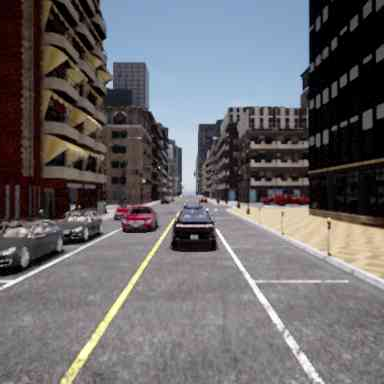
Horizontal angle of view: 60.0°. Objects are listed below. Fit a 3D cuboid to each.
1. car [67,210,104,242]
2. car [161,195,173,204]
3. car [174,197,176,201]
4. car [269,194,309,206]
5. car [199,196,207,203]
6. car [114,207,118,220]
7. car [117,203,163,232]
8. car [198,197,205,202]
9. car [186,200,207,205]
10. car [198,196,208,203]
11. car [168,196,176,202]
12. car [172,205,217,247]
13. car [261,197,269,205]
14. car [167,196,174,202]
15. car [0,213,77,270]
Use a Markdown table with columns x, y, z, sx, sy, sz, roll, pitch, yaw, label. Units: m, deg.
| x | y | z | sx | sy | sz | roll | pitch | yaw | label |
| --- | --- | --- | --- | --- | --- | --- | --- | --- | --- |
| -5.693 | 1.620 | 16.719 | 2.008 | 1.369 | 4.403 | 0 | 0 | 0 | car |
| -5.698 | 1.881 | 71.659 | 1.947 | 1.339 | 4.313 | 0 | 0 | 0 | car |
| -5.699 | 1.685 | 83.025 | 2.192 | 1.841 | 5.009 | 0 | 0 | 0 | car |
| 14.689 | 1.236 | 49.601 | 5.009 | 1.841 | 2.192 | -1 | 1 | 0 | car |
| 2.681 | 1.810 | 83.027 | 1.967 | 1.590 | 4.097 | 0 | 0 | 0 | car |
| -5.744 | 1.705 | 29.636 | 1.802 | 1.307 | 4.206 | 0 | 0 | 0 | car |
| -3.100 | 1.611 | 20.728 | 1.812 | 1.442 | 4.674 | 0 | 0 | 0 | car |
| 2.681 | 2.008 | 94.391 | 1.802 | 1.307 | 4.206 | 0 | 0 | 0 | car |
| 0.092 | 1.690 | 30.461 | 1.994 | 1.385 | 4.181 | 0 | 0 | 0 | car |
| 2.682 | 1.782 | 77.345 | 1.967 | 1.590 | 4.097 | 0 | 0 | 0 | car |
| -5.700 | 1.866 | 94.390 | 1.967 | 1.590 | 4.097 | 0 | 0 | 0 | car |
| 0.094 | 1.553 | 15.362 | 2.128 | 1.511 | 4.902 | 0 | 0 | 0 | car |
| 14.553 | 1.257 | 57.979 | 5.009 | 1.841 | 2.192 | -1 | 1 | 0 | car |
| -5.699 | 1.922 | 88.536 | 1.752 | 1.417 | 4.829 | 0 | 0 | 0 | car |
| -5.693 | 1.596 | 11.071 | 2.008 | 1.369 | 4.403 | 0 | 0 | 0 | car |
